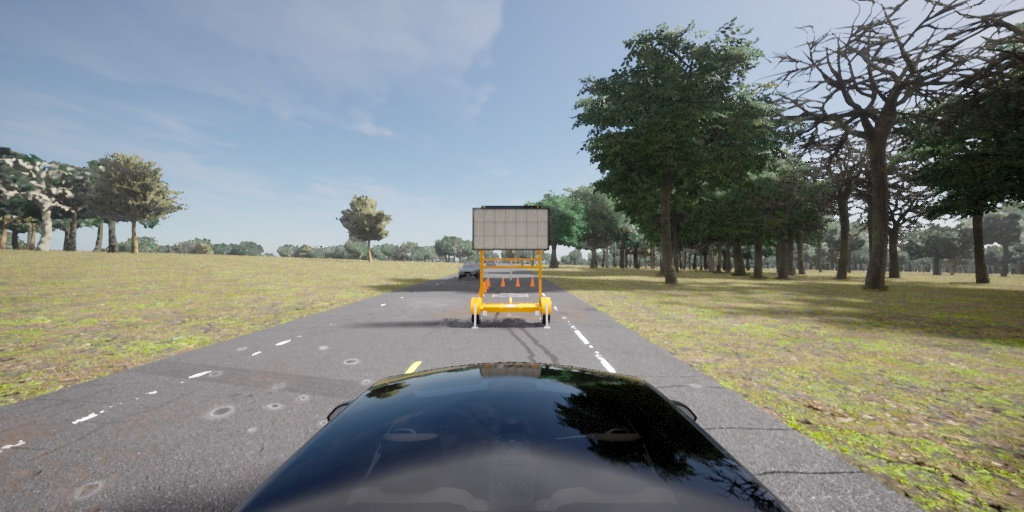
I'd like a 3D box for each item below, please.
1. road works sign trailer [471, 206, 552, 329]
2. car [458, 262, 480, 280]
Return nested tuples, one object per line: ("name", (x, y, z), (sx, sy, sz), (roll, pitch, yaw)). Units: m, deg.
("road works sign trailer", (-0.035, 0.225, 11.313), (2.380, 3.560, 2.880), (0, 0, 0))
("car", (-3.816, 1.360, 33.089), (1.837, 1.490, 4.892), (0, 0, -1))
